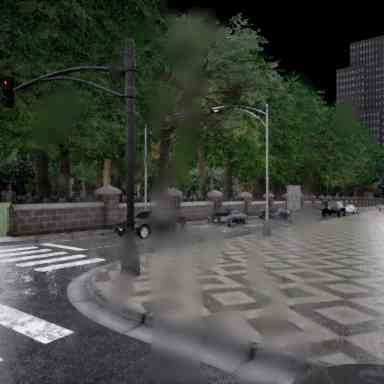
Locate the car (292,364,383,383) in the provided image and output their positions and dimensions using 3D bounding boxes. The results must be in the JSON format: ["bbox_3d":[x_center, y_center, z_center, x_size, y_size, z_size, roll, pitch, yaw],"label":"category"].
[{"bbox_3d":[2.390,1.551,1.252,4.403,1.369,2.008,0,0,36],"label":"car"}]

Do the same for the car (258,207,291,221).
[{"bbox_3d":[9.081,2.294,36.134,2.033,1.411,5.357,0,-1,35],"label":"car"}]

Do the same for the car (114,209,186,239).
[{"bbox_3d":[-2.390,1.813,19.982,1.882,1.535,5.008,0,-1,36],"label":"car"}]

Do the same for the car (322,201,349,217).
[{"bbox_3d":[19.155,2.238,44.813,2.150,2.045,5.566,0,-1,35],"label":"car"}]

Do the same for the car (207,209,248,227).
[{"bbox_3d":[3.027,2.091,27.610,1.994,1.385,4.181,0,-1,36],"label":"car"}]

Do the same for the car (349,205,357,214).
[{"bbox_3d":[25.294,2.771,53.468,1.812,1.442,4.674,0,-1,35],"label":"car"}]
